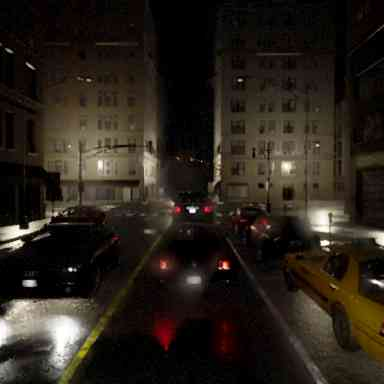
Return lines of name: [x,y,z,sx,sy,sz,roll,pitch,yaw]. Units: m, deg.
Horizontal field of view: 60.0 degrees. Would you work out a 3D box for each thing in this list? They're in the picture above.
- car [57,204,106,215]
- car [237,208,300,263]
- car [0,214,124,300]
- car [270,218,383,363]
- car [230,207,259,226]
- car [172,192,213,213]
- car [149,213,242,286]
car: [-5.648,1.348,16.873,1.887,1.381,4.507,-1,1,0]
car: [2.886,1.433,11.274,1.947,1.339,4.313,-1,1,0]
car: [-2.988,1.469,8.107,1.994,1.385,4.181,0,1,0]
car: [2.875,1.456,5.858,1.752,1.417,4.829,-1,1,0]
car: [2.897,1.384,16.860,1.802,1.307,4.206,-1,1,0]
car: [0.032,0.999,19.020,2.150,2.045,5.566,0,1,0]
car: [0.062,1.495,9.033,1.895,1.301,4.718,0,1,0]
